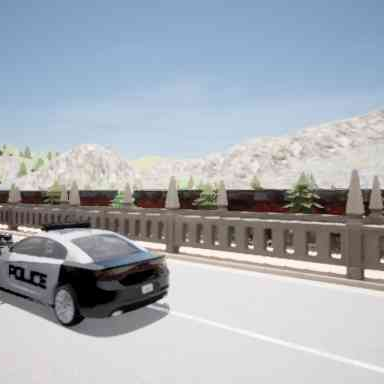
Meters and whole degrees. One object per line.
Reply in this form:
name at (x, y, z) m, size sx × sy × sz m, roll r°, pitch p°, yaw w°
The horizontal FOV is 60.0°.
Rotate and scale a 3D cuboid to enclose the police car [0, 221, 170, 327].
police car at (-2.849, 1.473, 7.301) m, size 5.238 × 1.638 × 1.930 m, roll 0°, pitch 0°, yaw 36°
